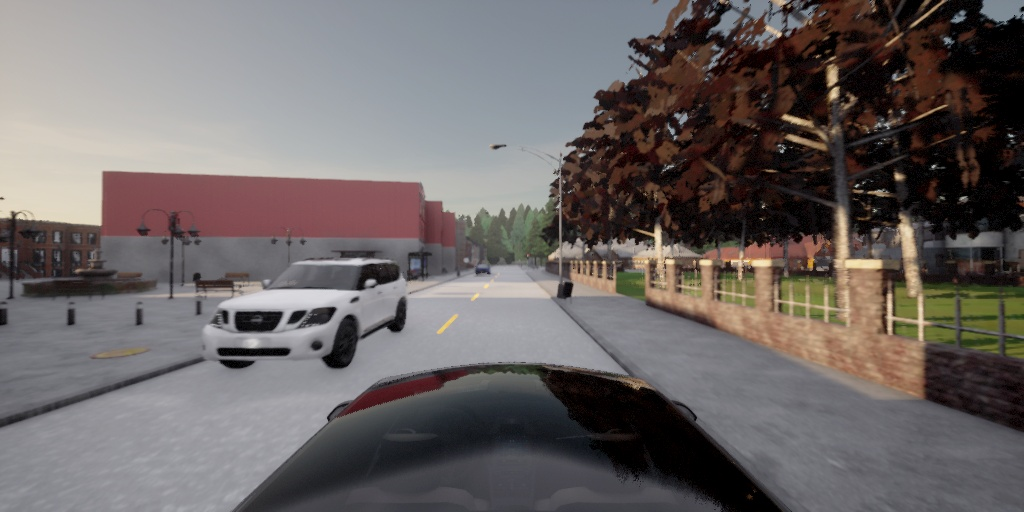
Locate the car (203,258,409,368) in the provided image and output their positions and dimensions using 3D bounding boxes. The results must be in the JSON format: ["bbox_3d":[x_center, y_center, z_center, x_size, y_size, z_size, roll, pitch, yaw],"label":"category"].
[{"bbox_3d":[-4.098,1.058,8.424,2.150,2.045,5.566,0,-1,0],"label":"car"}]

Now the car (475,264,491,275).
[{"bbox_3d":[-4.002,1.857,50.123,1.882,1.535,5.008,0,-1,1],"label":"car"}]
